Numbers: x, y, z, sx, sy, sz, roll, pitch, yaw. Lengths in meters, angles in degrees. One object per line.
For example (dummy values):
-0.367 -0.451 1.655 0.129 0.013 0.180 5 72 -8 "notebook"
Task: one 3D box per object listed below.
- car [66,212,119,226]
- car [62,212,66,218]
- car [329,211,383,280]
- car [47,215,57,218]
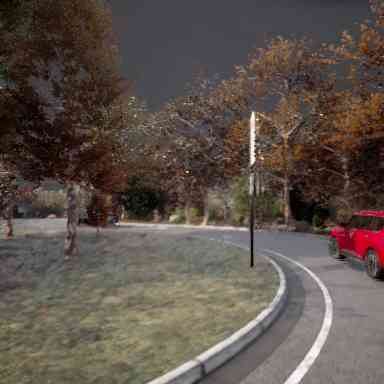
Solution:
-8.902 2.425 30.615 4.902 1.511 2.128 -1 -1 32 "car"
-28.916 5.694 77.473 2.150 2.045 5.566 0 -6 -17 "car"
6.611 1.660 11.477 2.150 2.045 5.566 0 -1 5 "car"
-32.506 6.020 77.262 1.882 1.535 5.008 0 -6 -17 "car"
